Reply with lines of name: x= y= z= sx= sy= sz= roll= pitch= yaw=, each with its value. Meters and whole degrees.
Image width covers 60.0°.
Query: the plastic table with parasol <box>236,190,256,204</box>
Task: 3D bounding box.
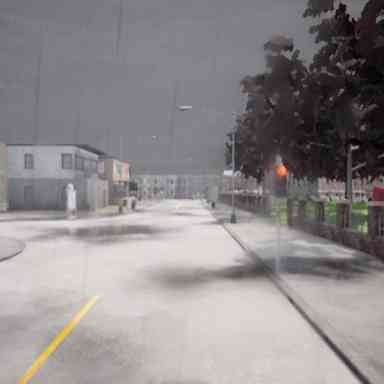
plastic table with parasol: x=9.853 y=0.823 z=60.743 sx=2.482 sy=2.480 sz=2.482 roll=-1 pitch=2 yaw=-40
